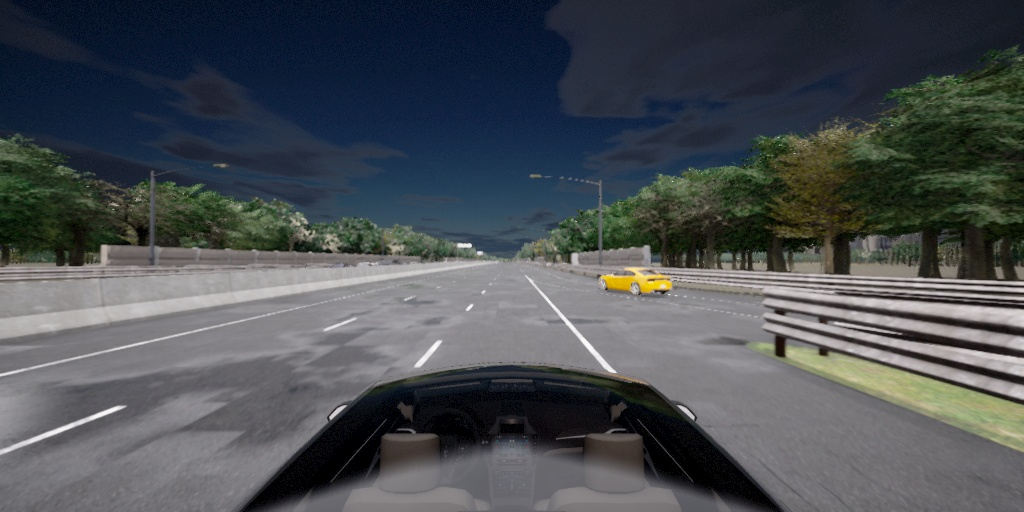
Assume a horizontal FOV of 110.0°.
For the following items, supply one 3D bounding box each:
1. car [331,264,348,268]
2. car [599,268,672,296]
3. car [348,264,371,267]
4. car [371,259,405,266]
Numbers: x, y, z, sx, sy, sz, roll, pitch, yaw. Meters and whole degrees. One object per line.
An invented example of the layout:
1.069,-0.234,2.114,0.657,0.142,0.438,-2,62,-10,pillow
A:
-24.564,1.843,51.311,1.994,1.385,4.181,0,-1,0,car
7.168,1.456,21.364,1.882,1.535,5.008,0,0,-20,car
-21.067,1.803,51.075,1.812,1.442,4.674,0,-1,0,car
-17.569,1.498,51.017,2.150,2.045,5.566,0,-1,0,car
